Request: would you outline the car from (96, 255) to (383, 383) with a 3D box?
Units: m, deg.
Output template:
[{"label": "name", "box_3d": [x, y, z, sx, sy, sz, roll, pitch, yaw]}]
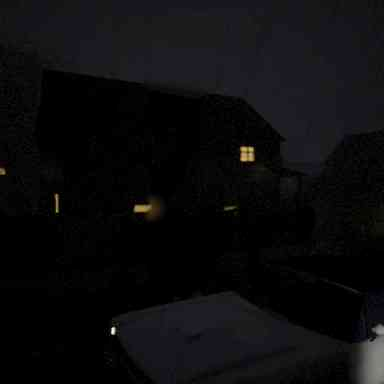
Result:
[{"label": "car", "box_3d": [1.410, 1.537, 3.886, 4.718, 1.301, 1.895, 0, 1, -31]}]
